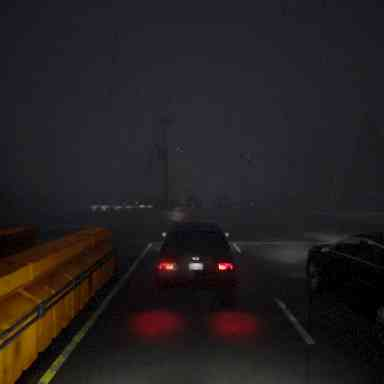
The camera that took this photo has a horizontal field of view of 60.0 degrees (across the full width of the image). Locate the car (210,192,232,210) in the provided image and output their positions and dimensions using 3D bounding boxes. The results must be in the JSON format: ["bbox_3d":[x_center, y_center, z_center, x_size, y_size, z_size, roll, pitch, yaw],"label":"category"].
[{"bbox_3d":[3.667,1.200,41.019,2.097,1.767,4.553,0,0,0],"label":"car"}]

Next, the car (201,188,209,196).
[{"bbox_3d":[3.482,-0.067,87.512,1.837,1.490,4.892,0,7,0],"label":"car"}]

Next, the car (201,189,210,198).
[{"bbox_3d":[3.520,0.783,77.903,1.994,1.385,4.181,0,5,0],"label":"car"}]

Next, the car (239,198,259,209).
[{"bbox_3d":[7.167,1.409,41.789,1.994,1.385,4.181,0,0,0],"label":"car"}]

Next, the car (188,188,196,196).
[{"bbox_3d":[-0.018,-0.015,87.504,1.994,1.385,4.181,0,7,0],"label":"car"}]

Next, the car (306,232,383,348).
[{"bbox_3d":[3.577,1.469,5.931,2.128,1.511,4.902,0,0,0],"label":"car"}]

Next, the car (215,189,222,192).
[{"bbox_3d":[7.021,0.759,77.511,1.837,1.490,4.892,0,4,0],"label":"car"}]

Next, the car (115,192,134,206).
[{"bbox_3d":[-10.496,1.027,52.376,2.150,2.045,5.566,0,0,0],"label":"car"}]

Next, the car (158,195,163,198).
[{"bbox_3d":[-6.944,1.230,67.736,2.033,1.411,5.357,0,1,0],"label":"car"}]

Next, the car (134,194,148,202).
[{"bbox_3d":[-10.442,1.219,67.935,2.033,1.411,5.357,0,1,0],"label":"car"}]

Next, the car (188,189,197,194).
[{"bbox_3d":[0.021,0.737,77.483,1.882,1.535,5.008,0,4,0],"label":"car"}]

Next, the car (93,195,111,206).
[{"bbox_3d":[-13.996,1.312,51.978,1.837,1.490,4.892,0,1,0],"label":"car"}]

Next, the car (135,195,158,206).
[{"bbox_3d":[-6.997,1.355,51.946,2.033,1.411,5.357,0,0,0],"label":"car"}]

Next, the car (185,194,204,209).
[{"bbox_3d":[0.168,1.351,41.401,1.837,1.490,4.892,0,0,0],"label":"car"}]

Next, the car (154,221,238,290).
[{"bbox_3d":[0.096,1.513,9.110,2.033,1.411,5.357,0,0,0],"label":"car"}]
